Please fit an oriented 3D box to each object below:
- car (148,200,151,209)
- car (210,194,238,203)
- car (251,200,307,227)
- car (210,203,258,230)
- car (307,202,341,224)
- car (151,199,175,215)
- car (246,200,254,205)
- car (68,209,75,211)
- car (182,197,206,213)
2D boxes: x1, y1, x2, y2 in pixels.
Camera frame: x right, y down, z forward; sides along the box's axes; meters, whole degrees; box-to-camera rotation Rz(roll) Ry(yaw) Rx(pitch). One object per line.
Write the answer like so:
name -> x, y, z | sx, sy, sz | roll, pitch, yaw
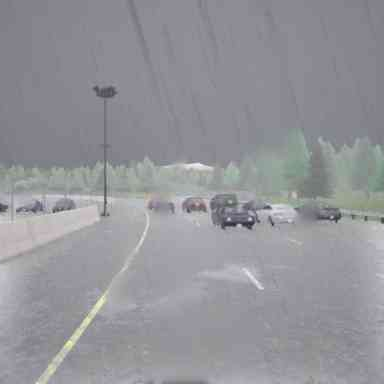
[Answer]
car -> -4.743, 1.601, 43.897 | 1.895, 1.301, 4.718 | 0, 0, -13
car -> 3.604, 1.221, 37.852 | 2.150, 2.045, 5.566 | 0, 0, -10
car -> 5.779, 1.525, 22.764 | 1.812, 1.442, 4.674 | 0, 0, -6
car -> 2.458, 1.600, 21.148 | 1.895, 1.301, 4.718 | 0, 0, -6
car -> 9.082, 1.490, 24.692 | 2.128, 1.511, 4.902 | 0, 0, -7
car -> -2.952, 1.478, 34.664 | 1.882, 1.535, 5.008 | 0, 0, -10
car -> 7.183, 1.564, 37.524 | 1.994, 1.385, 4.181 | 0, 0, -9
car -> -13.970, 1.540, 36.506 | 1.837, 1.490, 4.892 | 0, 0, -11
car -> 0.151, 1.353, 37.118 | 2.097, 1.767, 4.553 | 0, 0, -11
